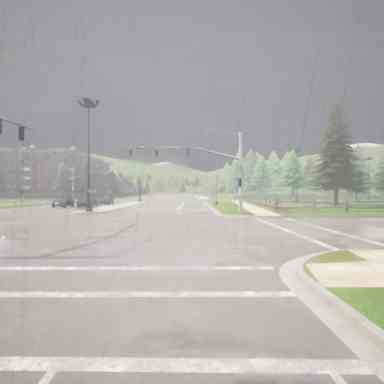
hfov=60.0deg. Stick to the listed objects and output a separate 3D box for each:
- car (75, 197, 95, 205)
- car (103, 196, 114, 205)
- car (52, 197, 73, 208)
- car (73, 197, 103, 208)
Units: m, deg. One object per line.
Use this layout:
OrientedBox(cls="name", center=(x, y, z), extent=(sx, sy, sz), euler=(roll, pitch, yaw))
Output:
OrientedBox(cls="car", center=(-18.421, 1.526, 57.494), extent=(1.994, 1.385, 4.181), euler=(0, 0, 0))
OrientedBox(cls="car", center=(-14.920, 1.466, 58.203), extent=(1.837, 1.490, 4.892), euler=(0, 0, 0))
OrientedBox(cls="car", center=(-18.438, 1.460, 47.741), extent=(2.128, 1.511, 4.902), euler=(0, 0, 0))
OrientedBox(cls="car", center=(-14.934, 1.515, 48.121), extent=(2.033, 1.411, 5.357), euler=(0, 0, 0))
